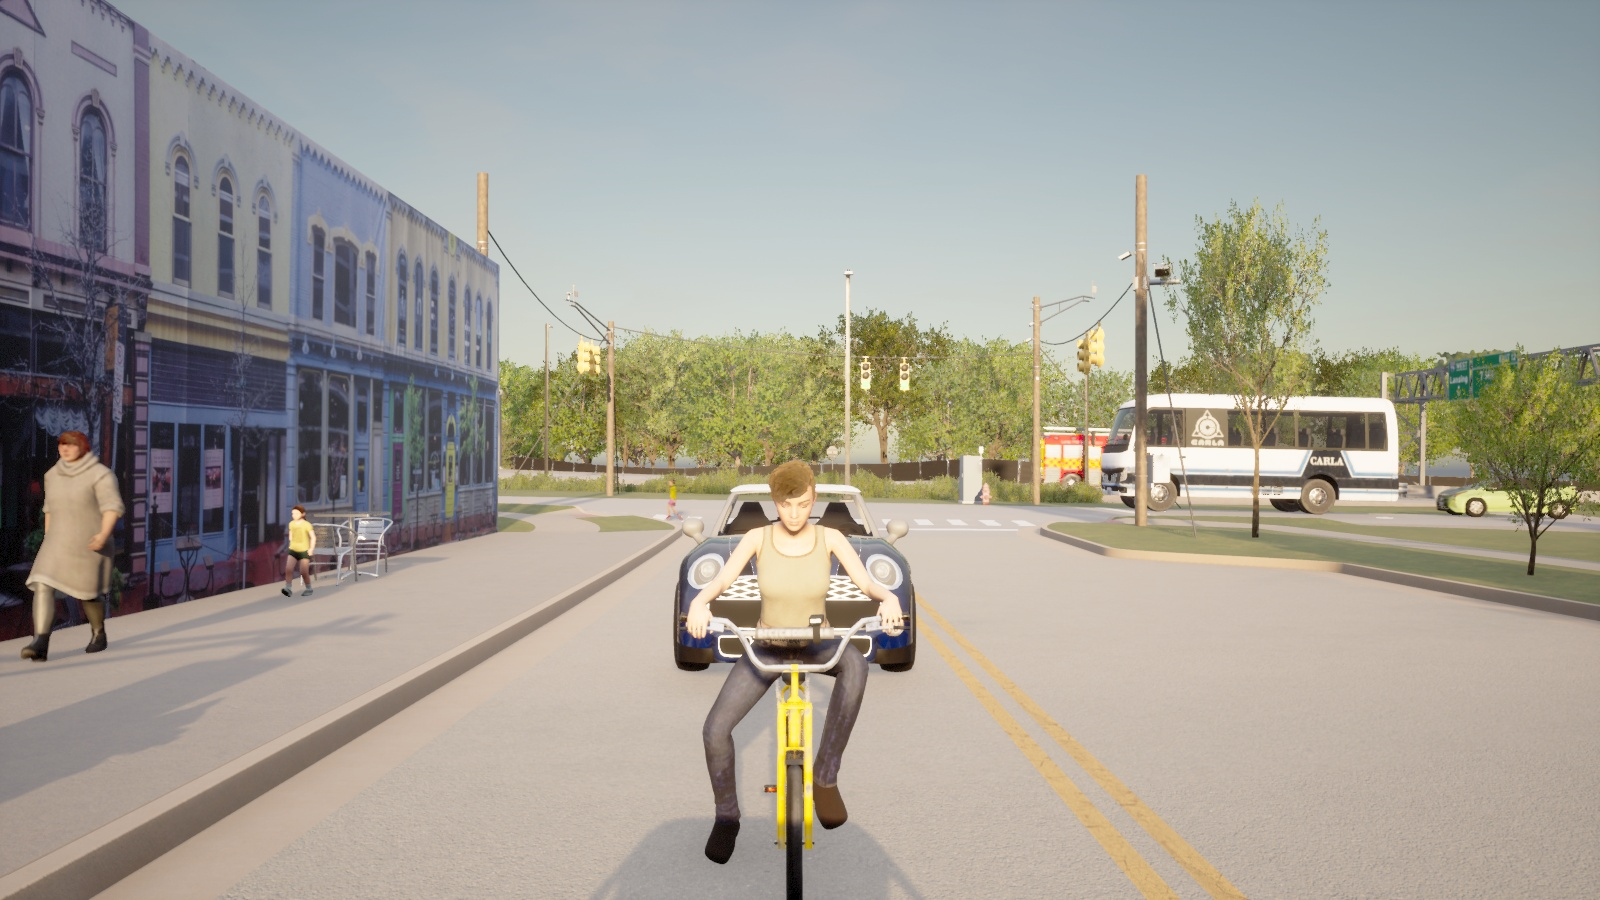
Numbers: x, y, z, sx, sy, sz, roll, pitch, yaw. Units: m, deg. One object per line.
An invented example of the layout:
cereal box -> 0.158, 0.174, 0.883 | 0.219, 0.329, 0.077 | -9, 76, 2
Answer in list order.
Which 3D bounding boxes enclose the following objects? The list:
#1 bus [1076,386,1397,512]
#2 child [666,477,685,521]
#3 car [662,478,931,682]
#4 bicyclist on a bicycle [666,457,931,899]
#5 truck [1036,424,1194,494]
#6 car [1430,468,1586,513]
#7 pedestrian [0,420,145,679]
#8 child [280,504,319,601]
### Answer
bus -> 15.633, 0.002, 45.704 | 10.273, 4.253, 3.944 | 1, -1, -1
child -> -3.314, 1.307, 33.432 | 0.473, 1.160, 0.299 | 0, -1, 0
car -> -0.034, 0.998, 11.131 | 1.970, 1.475, 3.806 | 0, -1, 0
bicyclist on a bicycle -> -0.017, 0.844, 4.879 | 0.866, 1.612, 1.509 | 0, -1, -1
truck -> 18.351, 0.514, 73.472 | 8.468, 3.827, 2.891 | 1, -1, 0
car -> 25.617, 1.454, 45.581 | 4.514, 1.525, 2.007 | 1, -1, 5
pedestrian -> -5.763, 0.758, 9.956 | 0.659, 1.952, 0.873 | 0, -1, 3
child -> -5.861, 1.190, 14.712 | 0.255, 1.110, 0.394 | 0, -1, 7
